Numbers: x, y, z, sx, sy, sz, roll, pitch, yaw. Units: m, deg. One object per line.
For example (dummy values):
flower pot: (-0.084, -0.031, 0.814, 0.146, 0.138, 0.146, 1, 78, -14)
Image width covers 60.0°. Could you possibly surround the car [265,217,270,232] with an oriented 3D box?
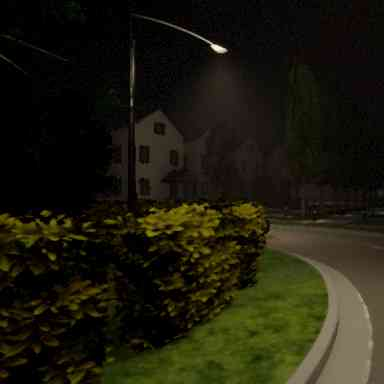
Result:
car: (2.029, 1.666, 19.049, 1.882, 1.535, 5.008, 1, -2, -43)
